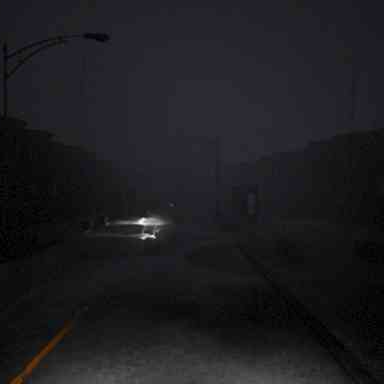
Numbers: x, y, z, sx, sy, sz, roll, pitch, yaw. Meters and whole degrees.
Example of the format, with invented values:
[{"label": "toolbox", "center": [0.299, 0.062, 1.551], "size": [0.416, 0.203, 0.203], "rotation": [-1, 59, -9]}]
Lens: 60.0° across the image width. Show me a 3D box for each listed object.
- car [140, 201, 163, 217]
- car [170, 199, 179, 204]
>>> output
[{"label": "car", "center": [-4.086, 1.704, 33.978], "size": [2.128, 1.511, 4.902], "rotation": [0, 0, 0]}, {"label": "car", "center": [-3.964, 2.219, 75.305], "size": [1.994, 1.385, 4.181], "rotation": [0, 0, 0]}]
